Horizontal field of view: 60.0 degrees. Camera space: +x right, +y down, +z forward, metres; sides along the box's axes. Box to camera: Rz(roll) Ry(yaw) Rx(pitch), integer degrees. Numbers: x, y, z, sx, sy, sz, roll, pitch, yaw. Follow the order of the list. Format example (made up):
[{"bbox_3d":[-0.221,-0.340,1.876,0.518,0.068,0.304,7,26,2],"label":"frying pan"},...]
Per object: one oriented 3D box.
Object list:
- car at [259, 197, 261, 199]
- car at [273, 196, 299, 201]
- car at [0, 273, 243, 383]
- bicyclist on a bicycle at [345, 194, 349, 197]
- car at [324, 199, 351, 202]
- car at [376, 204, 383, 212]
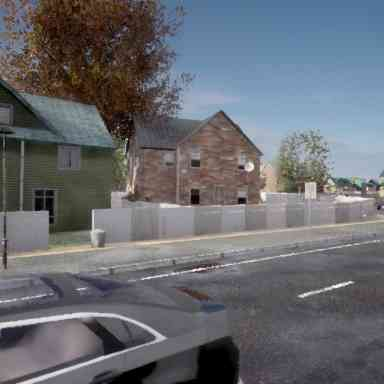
[{"bbox_3d":[9.616,0.978,55.496,1.895,1.301,4.718,1,0,-19],"label":"car"},{"bbox_3d":[12.923,1.010,46.171,1.882,1.535,5.008,1,0,-20],"label":"car"},{"bbox_3d":[-1.830,1.491,2.371,4.902,1.511,2.128,0,0,-35],"label":"car"},{"bbox_3d":[20.152,1.036,43.350,1.656,1.620,0.582,1,0,-20],"label":"bicyclist on a bicycle"},{"bbox_3d":[16.237,1.190,36.845,1.837,1.490,4.892,1,1,-20],"label":"car"},{"bbox_3d":[20.574,1.378,31.855,2.033,1.411,5.357,1,1,-24],"label":"car"}]
